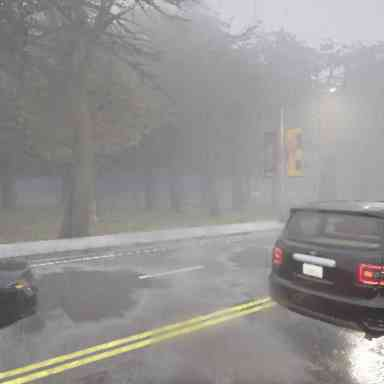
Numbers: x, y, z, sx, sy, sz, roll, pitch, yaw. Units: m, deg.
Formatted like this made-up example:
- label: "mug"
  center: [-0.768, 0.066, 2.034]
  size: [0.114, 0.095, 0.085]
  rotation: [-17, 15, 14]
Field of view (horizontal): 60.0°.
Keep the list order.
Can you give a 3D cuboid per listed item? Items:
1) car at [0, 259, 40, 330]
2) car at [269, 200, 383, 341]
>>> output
- label: "car"
  center: [-4.586, 1.537, 4.407]
  size: [4.674, 1.442, 1.812]
  rotation: [-1, 0, -35]
- label: "car"
  center: [3.865, 1.167, 6.196]
  size: [5.566, 2.045, 2.150]
  rotation: [-1, 0, -35]
